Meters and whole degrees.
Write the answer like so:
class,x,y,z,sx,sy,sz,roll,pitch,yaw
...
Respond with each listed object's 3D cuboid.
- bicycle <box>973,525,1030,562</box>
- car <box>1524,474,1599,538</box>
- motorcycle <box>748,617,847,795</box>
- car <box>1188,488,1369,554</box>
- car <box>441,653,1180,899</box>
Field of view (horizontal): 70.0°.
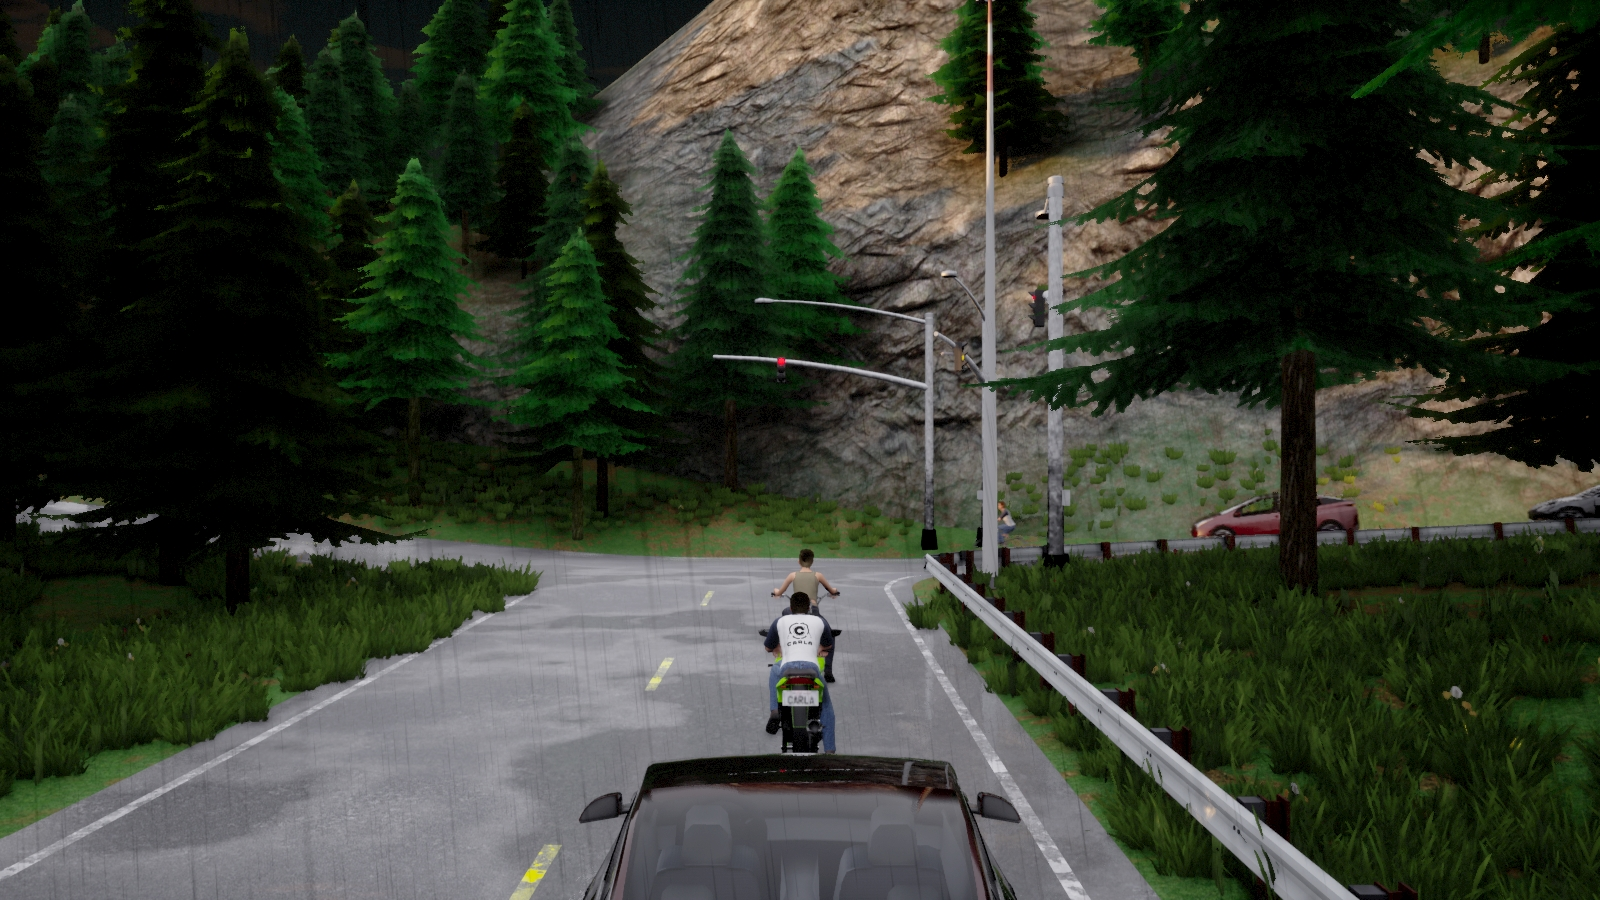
class,x,y,z,sx,sy,sz,roll,pitch,yaw
bicycle,6.185,2.878,35.145,1.643,1.024,0.373,-3,-1,8
car,21.838,1.359,29.669,4.792,1.488,2.163,-5,-2,25
motorcycle,-0.020,2.213,10.238,0.803,1.145,2.033,0,0,0
car,13.637,2.022,32.844,4.514,1.525,2.007,-5,-2,17
car,0.029,2.063,5.012,2.163,1.488,4.792,0,0,0
